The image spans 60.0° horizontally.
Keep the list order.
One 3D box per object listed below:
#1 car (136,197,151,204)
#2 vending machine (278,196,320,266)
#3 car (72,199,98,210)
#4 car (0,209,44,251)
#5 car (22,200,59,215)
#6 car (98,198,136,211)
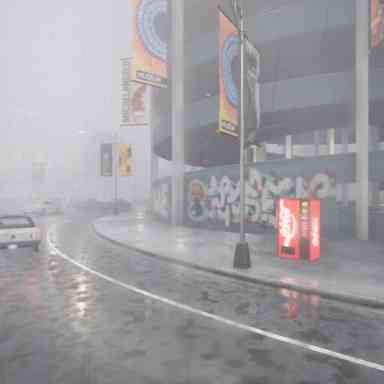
[{"bbox_3d":[-9.489,1.601,63.558,1.895,1.301,4.718,0,0,31],"label":"car"},{"bbox_3d":[3.482,1.195,10.820,0.880,2.100,1.100,0,0,45],"label":"vending machine"},{"bbox_3d":[-12.878,1.547,42.361,2.033,1.411,5.357,0,0,20],"label":"car"},{"bbox_3d":[-7.351,1.601,13.474,1.895,1.301,4.718,0,0,-30],"label":"car"},{"bbox_3d":[-14.753,1.526,32.542,1.812,1.442,4.674,0,0,3],"label":"car"},{"bbox_3d":[-9.267,1.526,41.538,1.812,1.442,4.674,0,0,19],"label":"car"}]
